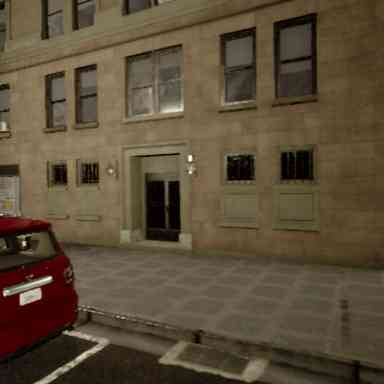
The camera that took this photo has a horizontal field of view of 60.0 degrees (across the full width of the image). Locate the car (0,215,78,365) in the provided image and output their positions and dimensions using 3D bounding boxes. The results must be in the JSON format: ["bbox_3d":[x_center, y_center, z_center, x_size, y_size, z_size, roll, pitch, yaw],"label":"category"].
[{"bbox_3d":[-3.944,1.260,4.795,5.009,1.841,2.192,0,1,26],"label":"car"}]
